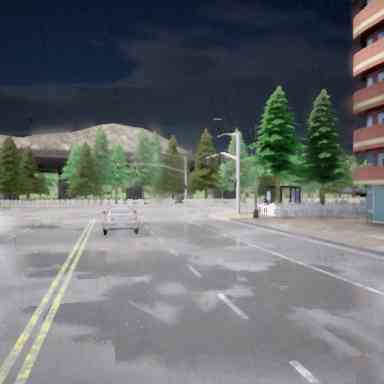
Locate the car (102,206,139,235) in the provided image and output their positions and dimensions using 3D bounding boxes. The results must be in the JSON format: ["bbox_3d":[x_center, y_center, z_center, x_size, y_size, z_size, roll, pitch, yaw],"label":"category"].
[{"bbox_3d":[-4.078,1.514,18.890,1.812,1.442,4.674,0,0,-14],"label":"car"}]
